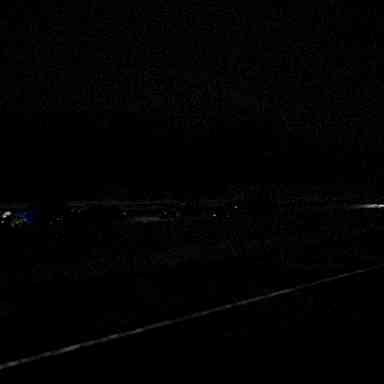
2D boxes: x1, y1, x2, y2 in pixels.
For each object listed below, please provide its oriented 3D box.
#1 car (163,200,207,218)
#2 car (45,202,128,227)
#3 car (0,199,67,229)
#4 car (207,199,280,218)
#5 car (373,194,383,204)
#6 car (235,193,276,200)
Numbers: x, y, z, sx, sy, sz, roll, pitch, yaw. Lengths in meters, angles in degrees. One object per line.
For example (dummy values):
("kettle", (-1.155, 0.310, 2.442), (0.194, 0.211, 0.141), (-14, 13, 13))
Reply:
("car", (-0.352, 1.481, 29.333), (4.674, 1.442, 1.812), (0, 0, -36))
("car", (-6.334, 1.517, 20.842), (4.674, 1.442, 1.812), (0, 0, -35))
("car", (-10.103, 1.346, 21.691), (4.553, 1.767, 2.097), (0, 0, -38))
("car", (4.018, 1.501, 24.035), (5.357, 1.411, 2.033), (0, 0, -35))
("car", (29.570, 1.079, 50.752), (4.902, 1.511, 2.128), (-1, 1, -35))
("car", (5.192, 1.151, 29.165), (5.566, 2.045, 2.150), (0, 0, -35))
